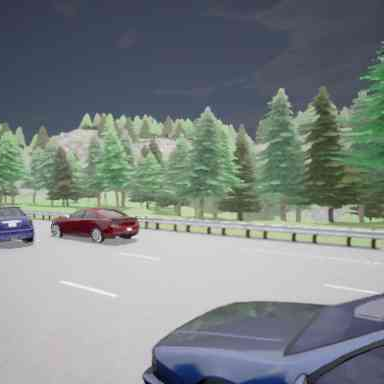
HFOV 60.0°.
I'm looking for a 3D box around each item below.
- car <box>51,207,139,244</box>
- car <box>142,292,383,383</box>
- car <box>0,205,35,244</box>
[{"bbox_3d":[-4.754,1.478,15.975,5.008,1.535,1.882,0,0,35],"label":"car"},{"bbox_3d":[2.123,1.547,2.474,5.357,1.411,2.033,0,0,36],"label":"car"},{"bbox_3d":[-9.004,1.352,14.706,4.553,1.767,2.097,0,0,35],"label":"car"}]
